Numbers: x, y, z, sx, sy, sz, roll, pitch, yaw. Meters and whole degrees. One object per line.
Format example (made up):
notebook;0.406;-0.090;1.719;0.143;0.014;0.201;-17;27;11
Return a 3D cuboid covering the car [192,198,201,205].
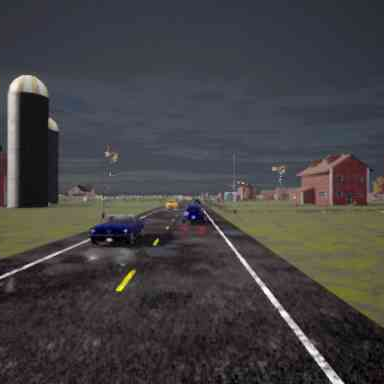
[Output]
car;1.152;2.429;84.686;2.097;1.767;4.553;0;-1;0

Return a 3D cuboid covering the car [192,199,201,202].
car;0.152;2.017;44.288;2.128;1.511;4.902;0;-1;0

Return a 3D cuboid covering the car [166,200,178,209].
car;-3.466;2.179;57.955;1.882;1.535;5.008;0;-1;1

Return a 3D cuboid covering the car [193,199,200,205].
car;1.161;2.626;90.903;1.801;1.575;5.366;0;-1;0

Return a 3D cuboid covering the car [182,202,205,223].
car;0.130;1.850;28.449;1.812;1.442;4.674;0;-1;0

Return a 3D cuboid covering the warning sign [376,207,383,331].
warning sign;3.559;1.171;4.712;1.300;1.860;1.060;0;0;0

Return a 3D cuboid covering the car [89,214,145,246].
car;-3.564;1.783;16.523;1.895;1.301;4.718;0;-1;0
